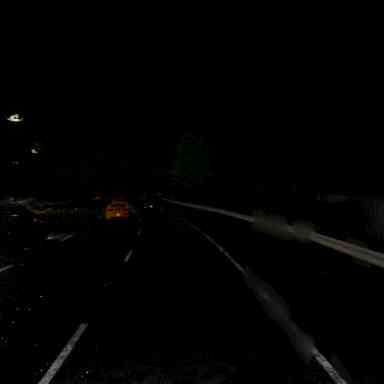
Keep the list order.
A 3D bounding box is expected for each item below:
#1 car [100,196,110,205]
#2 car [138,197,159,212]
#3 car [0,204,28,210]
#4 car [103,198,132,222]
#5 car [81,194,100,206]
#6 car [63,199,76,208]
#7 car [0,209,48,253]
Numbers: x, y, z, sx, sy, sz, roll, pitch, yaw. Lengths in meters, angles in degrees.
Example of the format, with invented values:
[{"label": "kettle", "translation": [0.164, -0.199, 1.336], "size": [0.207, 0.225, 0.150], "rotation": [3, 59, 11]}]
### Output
[{"label": "car", "translation": [-16.735, 1.510, 63.677], "size": [2.097, 1.767, 4.553], "rotation": [-1, 0, -23]}, {"label": "car", "translation": [-5.149, 1.622, 39.988], "size": [1.994, 1.385, 4.181], "rotation": [0, 0, -15]}, {"label": "car", "translation": [-12.211, 1.610, 22.784], "size": [1.837, 1.490, 4.892], "rotation": [1, 0, -10]}, {"label": "car", "translation": [-5.926, 1.536, 27.109], "size": [1.882, 1.535, 5.008], "rotation": [0, 0, -11]}, {"label": "car", "translation": [-18.473, 1.391, 59.590], "size": [2.150, 2.045, 5.566], "rotation": [0, 0, -23]}, {"label": "car", "translation": [-18.875, 1.716, 51.343], "size": [2.033, 1.411, 5.357], "rotation": [0, 0, -22]}, {"label": "car", "translation": [-7.607, 1.629, 13.972], "size": [1.994, 1.385, 4.181], "rotation": [0, 0, -6]}]
